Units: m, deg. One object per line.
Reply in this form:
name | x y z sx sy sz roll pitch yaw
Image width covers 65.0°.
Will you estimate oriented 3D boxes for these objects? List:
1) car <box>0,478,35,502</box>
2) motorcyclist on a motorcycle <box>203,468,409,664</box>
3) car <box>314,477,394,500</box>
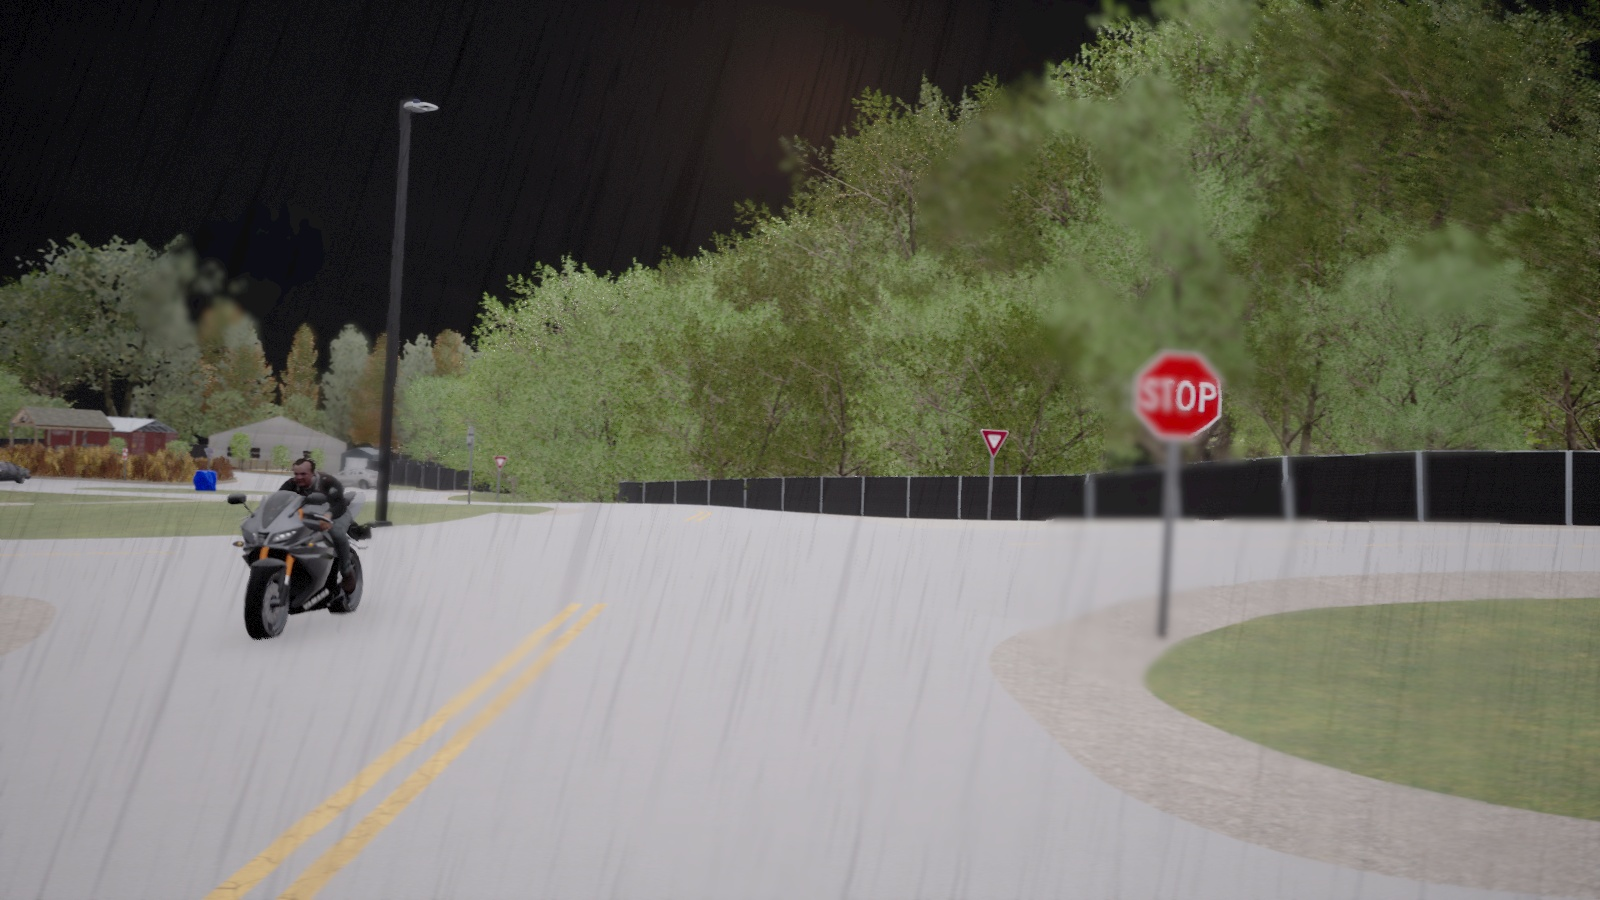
car | -49.880 2.467 77.738 2.033 1.411 5.357 1 -1 -3
motorcyclist on a motorcycle | -4.315 0.948 11.193 0.866 1.530 2.191 -1 0 3
car | -31.920 2.746 89.978 5.027 1.651 2.152 0 -2 14
